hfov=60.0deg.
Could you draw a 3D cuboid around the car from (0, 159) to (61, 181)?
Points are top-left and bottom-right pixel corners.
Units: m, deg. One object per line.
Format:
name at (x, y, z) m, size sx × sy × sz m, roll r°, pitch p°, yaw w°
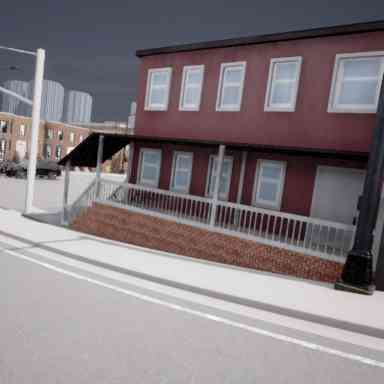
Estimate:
car at (-16.025, -2.328, 33.580) m, size 2.150 × 2.045 × 5.566 m, roll 10°, pitch 6°, yaw 35°
